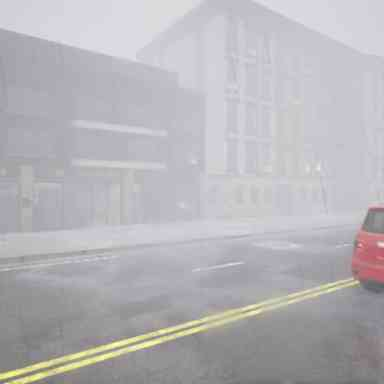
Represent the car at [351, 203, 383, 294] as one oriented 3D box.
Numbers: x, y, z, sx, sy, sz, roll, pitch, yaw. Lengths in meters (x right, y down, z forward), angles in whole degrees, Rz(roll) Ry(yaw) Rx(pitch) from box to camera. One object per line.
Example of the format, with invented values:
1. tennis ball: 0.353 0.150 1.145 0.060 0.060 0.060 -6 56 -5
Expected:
1. car: 5.918 1.252 7.674 5.566 2.045 2.150 0 0 -36
